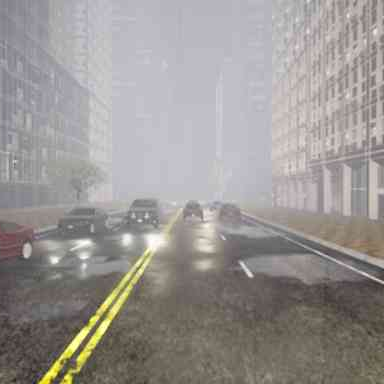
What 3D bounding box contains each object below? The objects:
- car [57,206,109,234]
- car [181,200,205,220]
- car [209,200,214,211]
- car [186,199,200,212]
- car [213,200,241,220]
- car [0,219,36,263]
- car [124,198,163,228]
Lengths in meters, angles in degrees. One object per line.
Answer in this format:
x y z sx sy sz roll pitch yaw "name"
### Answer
-6.506 1.623 20.321 1.882 1.535 5.008 0 0 0 "car"
0.095 1.722 30.505 1.837 1.490 4.892 0 0 0 "car"
3.294 1.838 44.893 1.812 1.442 4.674 0 0 0 "car"
0.083 1.826 45.838 1.837 1.490 4.892 0 0 0 "car"
3.255 1.692 30.204 1.882 1.535 5.008 0 0 0 "car"
-6.570 1.549 9.941 1.882 1.535 5.008 0 0 1 "car"
-3.255 1.449 23.533 2.150 2.045 5.566 0 0 0 "car"
